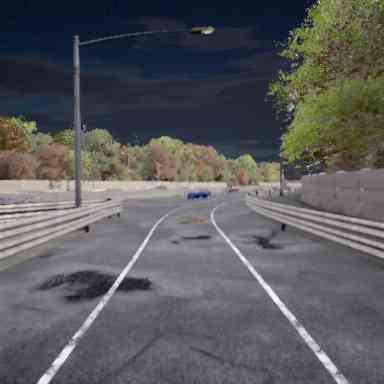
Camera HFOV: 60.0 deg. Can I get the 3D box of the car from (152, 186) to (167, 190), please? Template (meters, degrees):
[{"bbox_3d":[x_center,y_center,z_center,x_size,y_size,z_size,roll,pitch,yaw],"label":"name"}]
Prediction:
[{"bbox_3d":[-9.254,-0.732,94.576,2.150,2.045,5.566,0,1,25],"label":"car"}]

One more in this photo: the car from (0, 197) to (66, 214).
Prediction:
[{"bbox_3d":[-11.218,1.071,23.800,2.128,1.511,4.902,0,1,25],"label":"car"}]

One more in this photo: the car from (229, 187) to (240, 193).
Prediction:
[{"bbox_3d":[11.454,-0.480,89.294,1.882,1.535,5.008,0,1,25],"label":"car"}]

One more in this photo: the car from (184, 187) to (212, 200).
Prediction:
[{"bbox_3d":[0.997,0.418,50.294,1.882,1.535,5.008,0,1,25],"label":"car"}]

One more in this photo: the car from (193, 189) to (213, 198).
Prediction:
[{"bbox_3d":[2.104,0.217,60.989,1.837,1.490,4.892,0,1,25],"label":"car"}]

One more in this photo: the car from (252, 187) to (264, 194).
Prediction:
[{"bbox_3d":[16.175,-0.293,82.859,1.994,1.385,4.181,0,1,25],"label":"car"}]
